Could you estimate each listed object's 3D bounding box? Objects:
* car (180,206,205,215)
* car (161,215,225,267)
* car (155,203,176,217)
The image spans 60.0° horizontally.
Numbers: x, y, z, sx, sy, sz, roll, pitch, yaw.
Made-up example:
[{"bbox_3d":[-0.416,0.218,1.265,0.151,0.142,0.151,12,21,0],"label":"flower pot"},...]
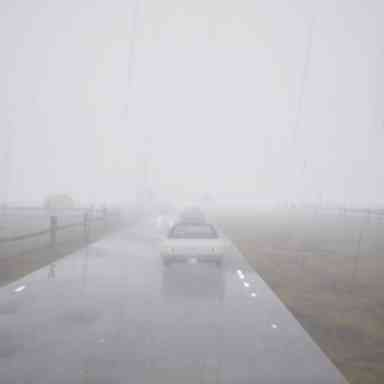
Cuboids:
[{"bbox_3d":[0.058,1.843,27.617,1.994,1.385,4.181,0,-1,1],"label":"car"},{"bbox_3d":[0.045,1.715,11.819,1.895,1.301,4.718,0,-1,1],"label":"car"},{"bbox_3d":[-2.783,1.937,36.033,1.994,1.385,4.181,0,-1,0],"label":"car"}]
